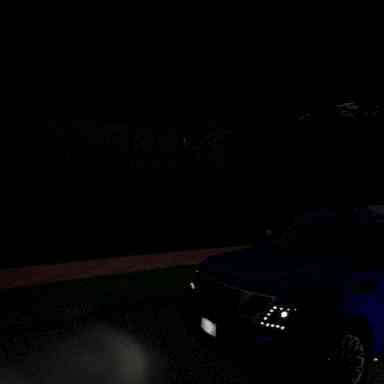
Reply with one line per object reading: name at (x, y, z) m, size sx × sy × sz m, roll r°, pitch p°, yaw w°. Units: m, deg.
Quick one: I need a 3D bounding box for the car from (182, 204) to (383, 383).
car at (2.593, 1.231, 5.218) m, size 5.566 × 2.045 × 2.150 m, roll 1°, pitch 0°, yaw -30°
